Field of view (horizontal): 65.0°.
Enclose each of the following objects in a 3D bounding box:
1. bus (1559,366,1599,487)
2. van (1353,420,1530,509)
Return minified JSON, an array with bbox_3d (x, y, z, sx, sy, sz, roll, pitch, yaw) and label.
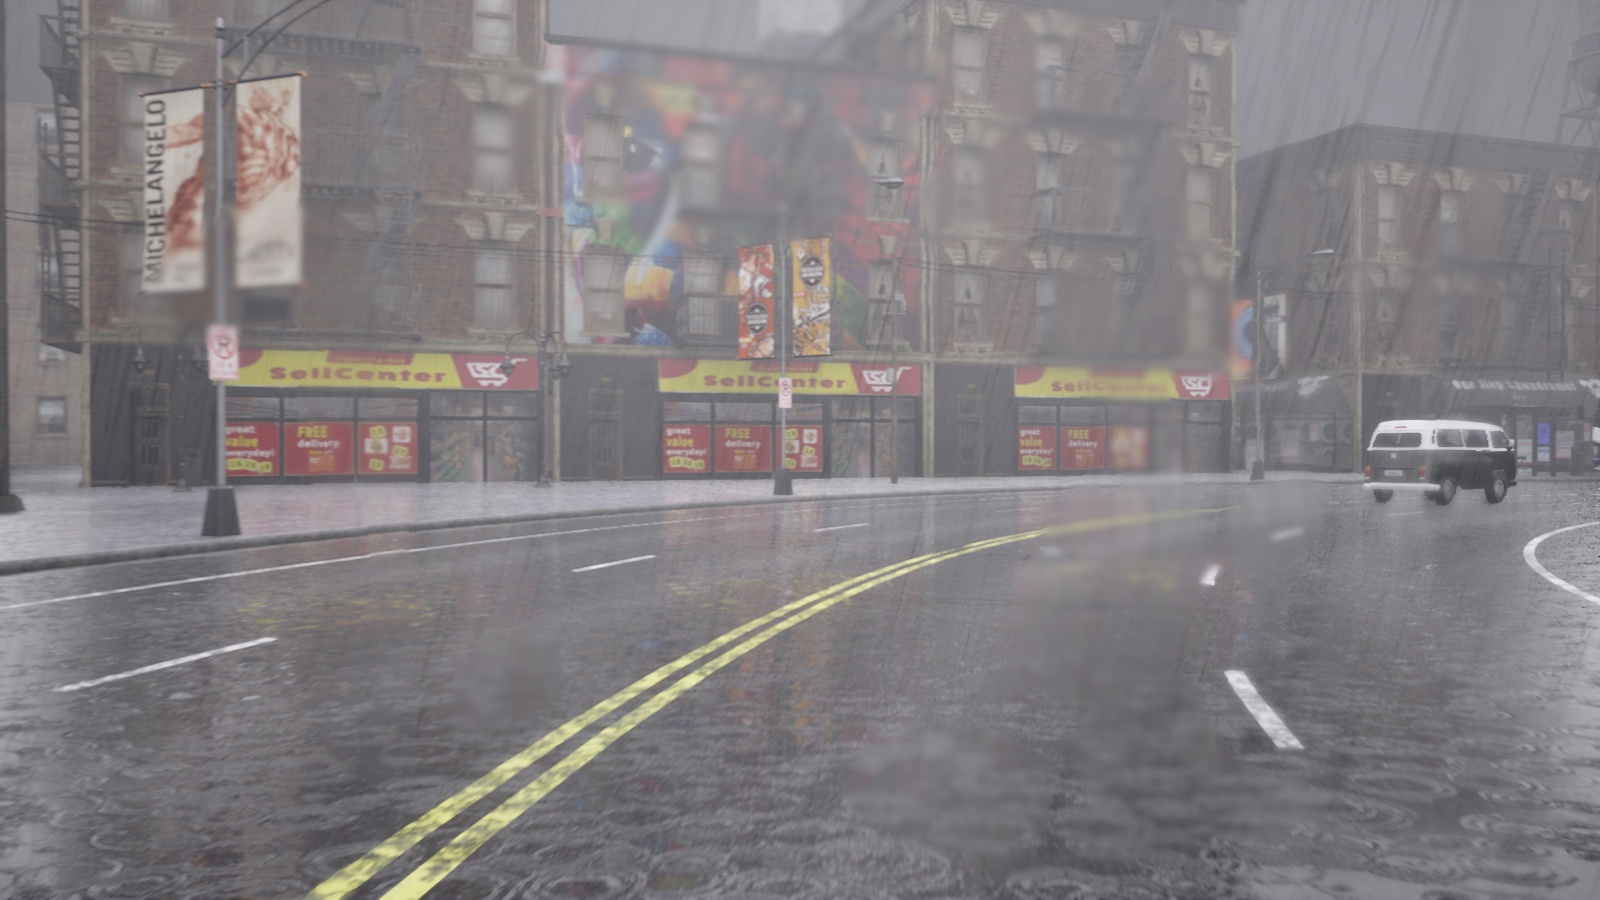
[{"bbox_3d":[33.152,-0.831,45.529,10.273,4.253,3.944,0,0,-19],"label":"bus"},{"bbox_3d":[15.749,0.323,30.770,4.480,2.038,2.069,0,0,-36],"label":"van"}]
